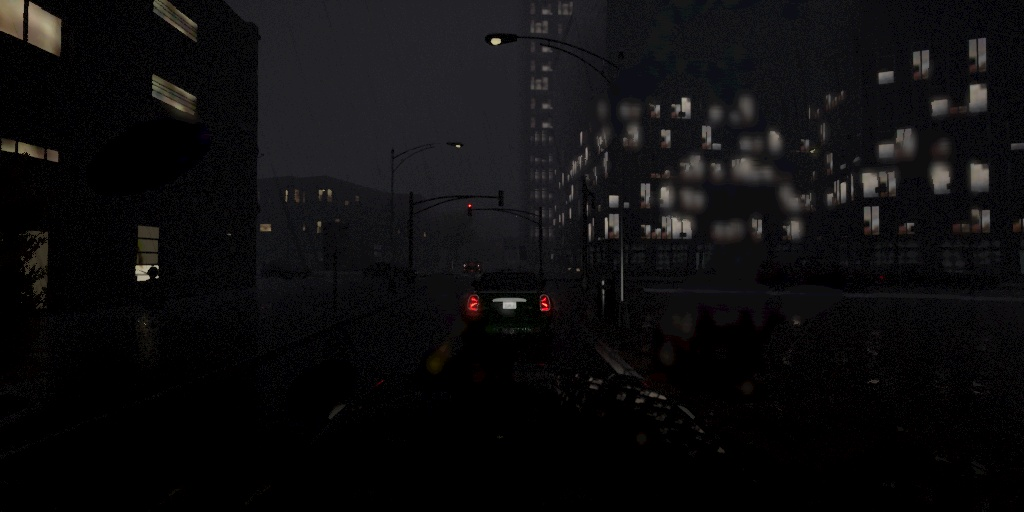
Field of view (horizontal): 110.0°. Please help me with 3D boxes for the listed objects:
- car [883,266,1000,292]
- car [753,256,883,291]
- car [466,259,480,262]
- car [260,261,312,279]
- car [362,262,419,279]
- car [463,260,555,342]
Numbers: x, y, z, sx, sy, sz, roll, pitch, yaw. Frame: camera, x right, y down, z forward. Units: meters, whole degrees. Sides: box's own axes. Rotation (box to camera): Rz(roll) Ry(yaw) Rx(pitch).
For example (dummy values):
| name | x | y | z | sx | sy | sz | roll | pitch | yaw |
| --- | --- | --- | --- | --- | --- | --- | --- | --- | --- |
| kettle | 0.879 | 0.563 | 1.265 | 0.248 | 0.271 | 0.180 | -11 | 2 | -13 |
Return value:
| name | x | y | z | sx | sy | sz | roll | pitch | yaw |
| --- | --- | --- | --- | --- | --- | --- | --- | --- | --- |
| car | 22.974 | 1.235 | 19.787 | 4.718 | 1.301 | 1.895 | 0 | -1 | 19 |
| car | 16.022 | 0.931 | 19.378 | 5.009 | 1.841 | 2.192 | 0 | 0 | 19 |
| car | -4.725 | 1.112 | 42.737 | 2.097 | 1.767 | 4.553 | 0 | 0 | -5 |
| car | -20.167 | 1.321 | 31.690 | 4.313 | 1.339 | 1.948 | 0 | 0 | 19 |
| car | -10.750 | 1.280 | 31.811 | 4.892 | 1.490 | 1.837 | 0 | -1 | 8 |
| car | -0.088 | 1.105 | 9.990 | 2.097 | 1.767 | 4.553 | 0 | 0 | -1 |
